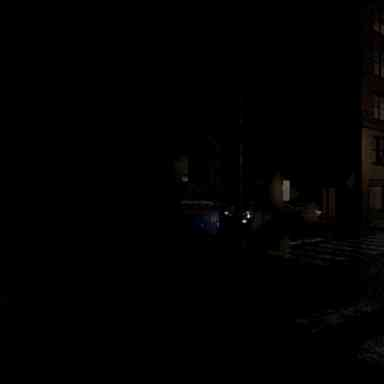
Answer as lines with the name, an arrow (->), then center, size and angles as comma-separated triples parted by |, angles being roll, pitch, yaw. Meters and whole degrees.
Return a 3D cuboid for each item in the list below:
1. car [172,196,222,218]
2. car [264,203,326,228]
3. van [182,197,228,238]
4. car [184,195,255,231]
car -> 0.357, 1.291, 31.533 | 2.192, 1.841, 5.009 | 0, 0, -35
car -> 6.771, 1.423, 22.388 | 1.967, 1.590, 4.097 | 0, 0, -35
van -> -0.199, 1.340, 17.478 | 1.690, 1.788, 3.998 | 0, 0, -35
car -> 1.310, 1.214, 20.167 | 2.150, 2.045, 5.566 | 0, 0, -33
